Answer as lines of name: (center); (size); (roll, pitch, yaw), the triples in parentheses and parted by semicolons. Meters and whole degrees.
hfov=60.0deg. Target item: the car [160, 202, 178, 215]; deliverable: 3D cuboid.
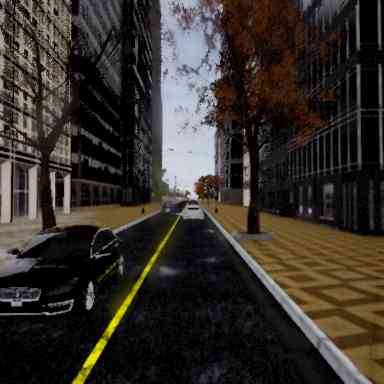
car: (-2.817, 1.986, 41.445); (2.128, 1.511, 4.902); (0, -1, 0)

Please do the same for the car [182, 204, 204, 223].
car: (0.112, 1.872, 29.126); (1.812, 1.442, 4.674); (0, -1, 0)

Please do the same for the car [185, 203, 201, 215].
car: (0.124, 2.087, 40.766); (1.895, 1.301, 4.718); (0, -1, 0)

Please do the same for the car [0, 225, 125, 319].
car: (-2.843, 1.599, 7.823); (1.837, 1.490, 4.892); (0, -1, 0)
